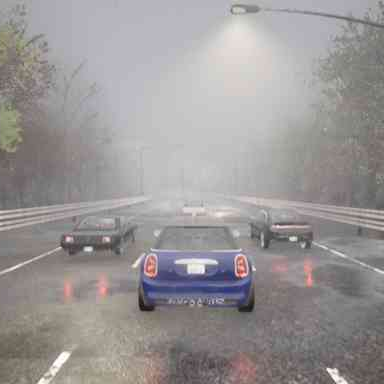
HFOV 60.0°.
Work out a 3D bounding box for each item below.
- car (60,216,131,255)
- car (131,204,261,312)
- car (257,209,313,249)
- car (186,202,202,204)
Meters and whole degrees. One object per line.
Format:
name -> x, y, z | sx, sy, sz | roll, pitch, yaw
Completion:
car -> -3.370, 1.575, 13.071 | 1.895, 1.301, 4.718 | 0, 0, 0
car -> 0.113, 1.337, 7.836 | 2.097, 1.767, 4.553 | 0, 0, 1
car -> 3.634, 1.463, 14.324 | 2.128, 1.511, 4.902 | 0, 0, 0
car -> 0.171, 1.535, 29.110 | 1.895, 1.301, 4.718 | 0, 0, 0
